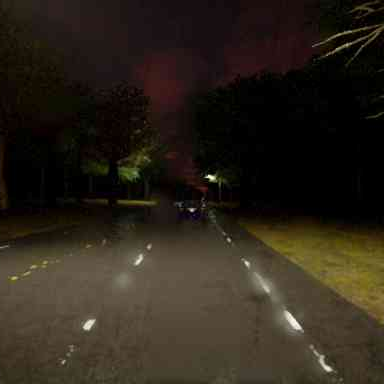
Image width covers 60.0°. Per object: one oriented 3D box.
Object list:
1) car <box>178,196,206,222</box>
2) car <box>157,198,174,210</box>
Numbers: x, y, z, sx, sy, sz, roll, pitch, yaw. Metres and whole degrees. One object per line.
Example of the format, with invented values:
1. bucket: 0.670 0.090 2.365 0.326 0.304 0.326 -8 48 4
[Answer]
1. car: 0.001 1.398 26.652 2.097 1.767 4.553 0 0 0
2. car: -3.453 1.552 43.955 2.128 1.511 4.902 0 0 0
